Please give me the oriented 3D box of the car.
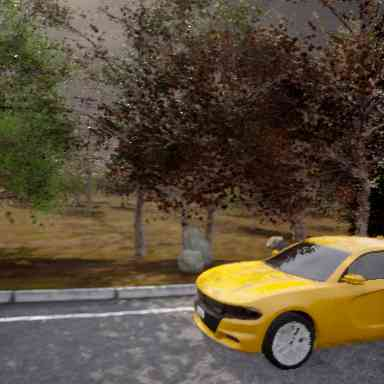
[{"bbox_3d":[2.502,1.511,5.574,5.008,1.535,1.882,2,0,-19],"label":"car"}]
